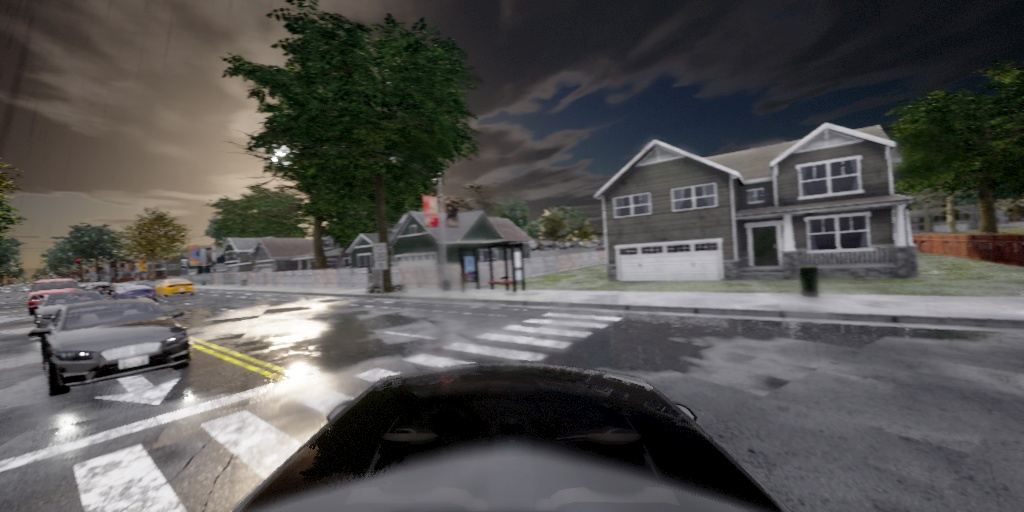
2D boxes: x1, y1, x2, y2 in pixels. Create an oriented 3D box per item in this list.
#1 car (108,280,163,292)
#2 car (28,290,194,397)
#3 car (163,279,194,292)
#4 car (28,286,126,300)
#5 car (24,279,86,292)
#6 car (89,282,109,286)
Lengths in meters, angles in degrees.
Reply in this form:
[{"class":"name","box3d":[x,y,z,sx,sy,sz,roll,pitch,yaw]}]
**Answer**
[{"class":"car","box3d":[-26.745,2.675,25.423,4.674,1.442,1.812,-3,0,36]},{"class":"car","box3d":[-8.628,1.703,7.750,4.902,1.511,2.128,-3,0,36]},{"class":"car","box3d":[-29.722,2.768,31.577,5.008,1.535,1.882,-3,0,37]},{"class":"car","box3d":[-17.256,2.159,14.126,4.902,1.511,2.128,-3,0,36]},{"class":"car","box3d":[-29.147,2.511,22.910,5.566,2.045,2.150,-3,1,36]},{"class":"car","box3d":[-43.277,3.523,37.631,4.892,1.490,1.837,-3,0,36]}]
